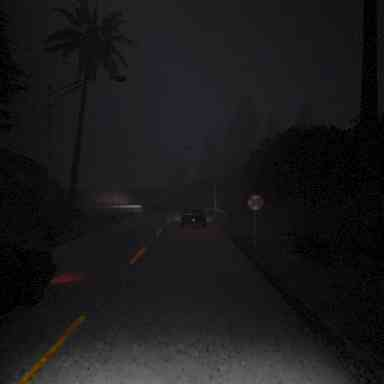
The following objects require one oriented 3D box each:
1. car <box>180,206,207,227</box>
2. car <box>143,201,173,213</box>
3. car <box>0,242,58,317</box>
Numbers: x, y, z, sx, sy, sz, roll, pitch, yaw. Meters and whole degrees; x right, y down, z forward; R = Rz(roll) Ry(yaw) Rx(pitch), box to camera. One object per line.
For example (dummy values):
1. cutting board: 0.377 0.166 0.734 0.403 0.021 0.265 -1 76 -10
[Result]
1. car: 0.105 1.774 25.473 2.128 1.511 4.902 0 0 0
2. car: -4.701 1.996 45.546 4.902 1.511 2.128 0 -1 41
3. car: -4.099 1.611 5.586 2.033 1.411 5.357 0 -1 0
